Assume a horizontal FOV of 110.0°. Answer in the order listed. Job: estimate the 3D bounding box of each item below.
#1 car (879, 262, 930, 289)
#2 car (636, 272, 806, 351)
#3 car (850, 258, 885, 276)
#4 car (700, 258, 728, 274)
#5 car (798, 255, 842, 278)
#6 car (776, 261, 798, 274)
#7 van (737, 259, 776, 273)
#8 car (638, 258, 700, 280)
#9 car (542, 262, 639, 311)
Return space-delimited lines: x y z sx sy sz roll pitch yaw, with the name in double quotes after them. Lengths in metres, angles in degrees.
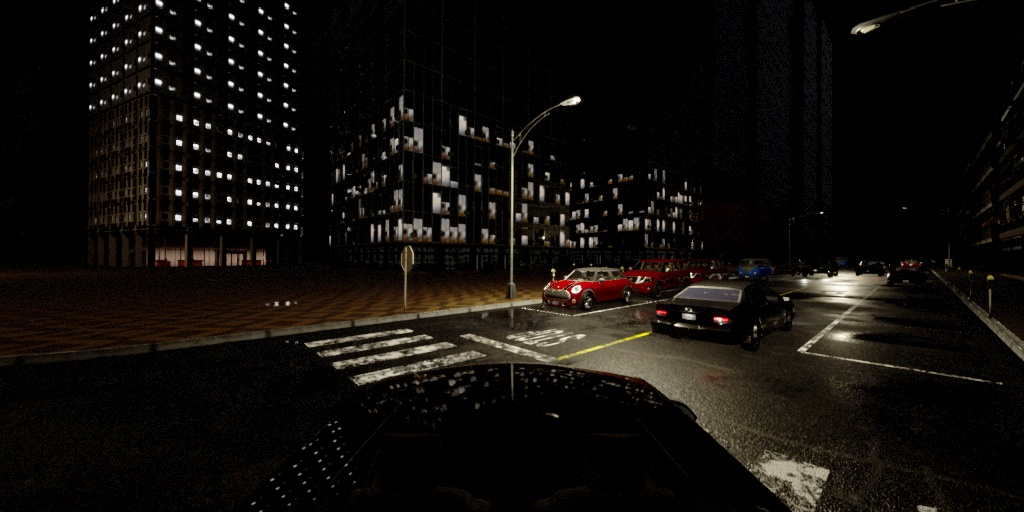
25.540 1.298 23.226 4.403 1.370 2.007 0 0 -42 "car"
5.517 1.299 9.047 5.357 1.411 2.033 0 0 -42 "car"
35.547 1.230 35.589 4.902 1.511 2.128 0 0 -42 "car"
11.517 1.070 21.982 5.009 1.841 2.192 0 0 -42 "car"
29.825 0.966 34.642 5.566 2.045 2.150 0 0 -42 "car"
28.407 1.328 36.978 4.207 1.307 1.802 0 0 -42 "car"
19.962 1.094 29.480 3.998 1.789 1.690 0 0 -42 "van"
7.294 1.070 18.233 5.009 1.841 2.192 0 0 -42 "car"
3.072 1.195 14.484 4.097 1.591 1.967 0 0 -42 "car"
